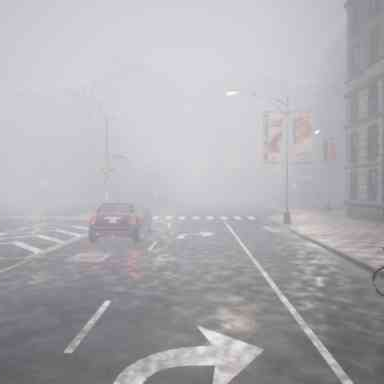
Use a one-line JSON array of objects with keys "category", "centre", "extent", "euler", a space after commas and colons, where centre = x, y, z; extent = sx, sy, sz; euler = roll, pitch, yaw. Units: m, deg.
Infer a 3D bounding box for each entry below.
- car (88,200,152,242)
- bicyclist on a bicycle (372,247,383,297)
[{"category": "car", "centre": [-3.120, 1.156, 15.360], "extent": [2.097, 1.767, 4.553], "euler": [0, 1, 1]}, {"category": "bicyclist on a bicycle", "centre": [4.398, 1.284, 6.592], "extent": [1.656, 1.620, 0.582], "euler": [-10, -3, 18]}]
